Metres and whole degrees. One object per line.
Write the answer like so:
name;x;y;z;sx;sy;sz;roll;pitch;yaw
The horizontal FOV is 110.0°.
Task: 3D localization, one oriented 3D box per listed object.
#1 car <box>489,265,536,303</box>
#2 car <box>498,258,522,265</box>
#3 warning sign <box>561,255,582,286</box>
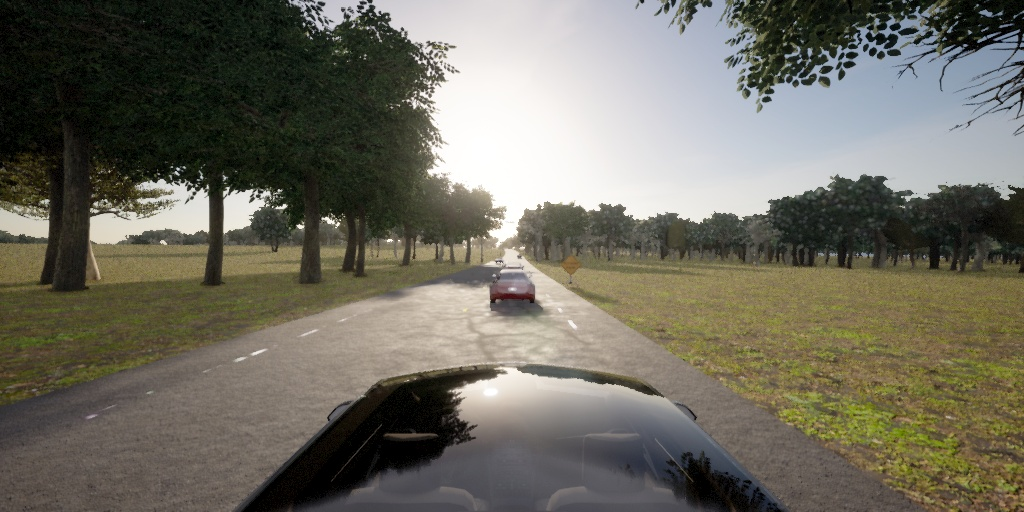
car;0.029;1.309;16.460;1.994;1.385;4.181;0;0;0
car;0.113;1.209;31.455;2.128;1.511;4.902;0;0;0
warning sign;3.603;0.844;22.092;1.300;1.860;1.060;0;0;0
